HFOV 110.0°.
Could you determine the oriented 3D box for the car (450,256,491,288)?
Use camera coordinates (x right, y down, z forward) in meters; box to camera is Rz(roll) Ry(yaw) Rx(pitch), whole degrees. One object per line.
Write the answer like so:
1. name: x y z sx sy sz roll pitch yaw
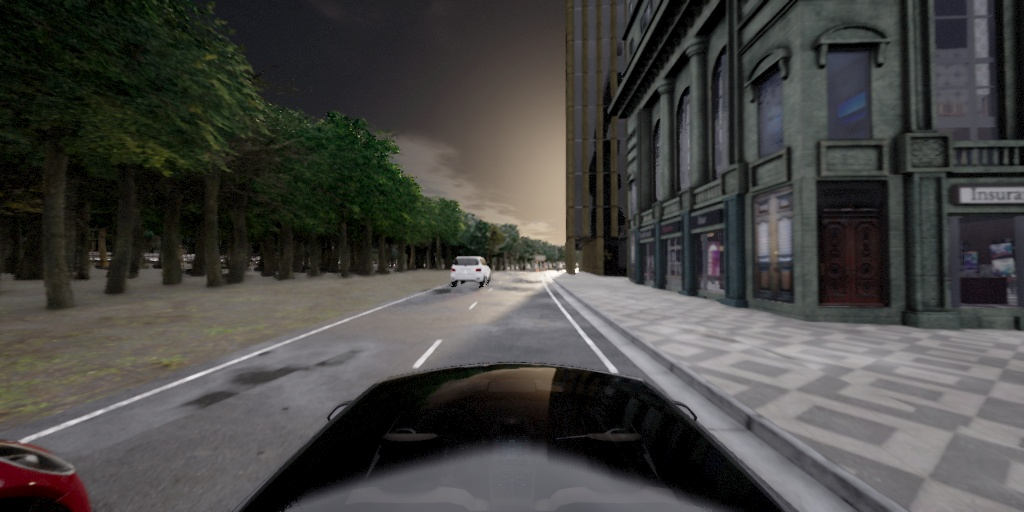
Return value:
1. car: -2.799 1.063 25.117 2.150 2.045 5.566 0 -1 3
